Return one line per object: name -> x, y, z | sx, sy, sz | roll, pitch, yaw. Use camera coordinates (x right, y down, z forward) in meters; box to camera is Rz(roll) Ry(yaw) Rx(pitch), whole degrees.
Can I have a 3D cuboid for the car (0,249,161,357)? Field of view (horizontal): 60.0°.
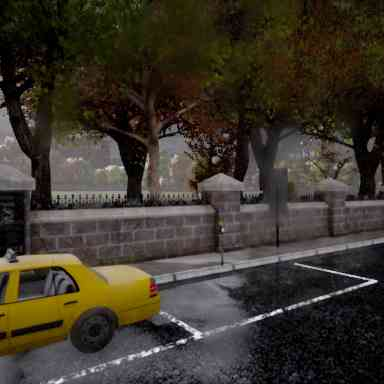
car -> -2.782, 1.525, 4.574 | 4.829, 1.417, 1.752 | 0, 0, -35
